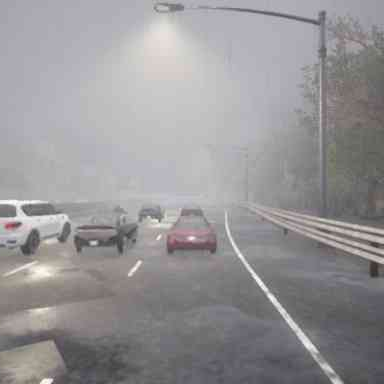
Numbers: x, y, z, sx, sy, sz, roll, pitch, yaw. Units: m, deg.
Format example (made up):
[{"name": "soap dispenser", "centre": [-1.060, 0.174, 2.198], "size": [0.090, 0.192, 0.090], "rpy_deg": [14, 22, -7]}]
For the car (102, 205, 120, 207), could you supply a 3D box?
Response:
[{"name": "car", "centre": [-7.004, 1.832, 28.986], "size": [2.033, 1.411, 5.357], "rpy_deg": [0, -1, 0]}]

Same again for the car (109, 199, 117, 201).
[{"name": "car", "centre": [-17.513, 2.272, 73.912], "size": [1.837, 1.490, 4.892], "rpy_deg": [0, -1, 0]}]

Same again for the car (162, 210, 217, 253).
[{"name": "car", "centre": [0.001, 1.701, 14.289], "size": [1.994, 1.385, 4.181], "rpy_deg": [0, -1, 0]}]

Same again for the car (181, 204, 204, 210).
[{"name": "car", "centre": [0.001, 1.767, 29.477], "size": [1.882, 1.535, 5.008], "rpy_deg": [0, 0, 0]}]

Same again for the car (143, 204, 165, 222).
[{"name": "car", "centre": [-3.501, 1.795, 29.309], "size": [1.837, 1.490, 4.892], "rpy_deg": [0, 0, 0]}]

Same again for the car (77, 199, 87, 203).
[{"name": "car", "centre": [-24.513, 2.250, 73.911], "size": [1.882, 1.535, 5.008], "rpy_deg": [0, -1, 0]}]

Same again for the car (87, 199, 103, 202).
[{"name": "car", "centre": [-21.013, 2.297, 73.911], "size": [2.128, 1.511, 4.902], "rpy_deg": [0, -1, 0]}]

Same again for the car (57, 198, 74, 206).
[{"name": "car", "centre": [-28.013, 2.128, 73.942], "size": [2.097, 1.767, 4.553], "rpy_deg": [0, -1, 0]}]

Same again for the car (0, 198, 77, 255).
[{"name": "car", "centre": [-7.002, 1.351, 14.023], "size": [2.150, 2.045, 5.566], "rpy_deg": [0, 0, 0]}]

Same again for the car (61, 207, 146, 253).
[{"name": "car", "centre": [-3.498, 1.630, 14.292], "size": [2.128, 1.511, 4.902], "rpy_deg": [0, 0, 0]}]
